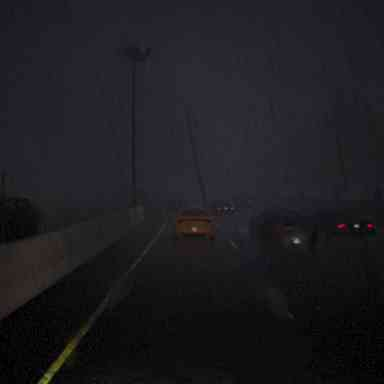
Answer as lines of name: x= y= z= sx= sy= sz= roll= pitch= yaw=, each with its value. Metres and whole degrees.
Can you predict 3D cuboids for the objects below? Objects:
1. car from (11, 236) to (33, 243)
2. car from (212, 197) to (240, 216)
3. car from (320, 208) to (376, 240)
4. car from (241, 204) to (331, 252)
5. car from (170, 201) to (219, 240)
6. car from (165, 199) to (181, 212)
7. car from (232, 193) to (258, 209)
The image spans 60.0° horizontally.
car: x=-7.095 y=1.201 z=10.821 sx=2.150 sy=2.045 sz=5.566 roll=0 pitch=0 yaw=0
car: x=2.655 y=1.491 z=31.767 sx=2.033 sy=1.411 sz=5.357 roll=0 pitch=0 yaw=-7
car: x=7.076 y=1.518 z=16.891 sx=2.033 sy=1.411 sz=5.357 roll=0 pitch=0 yaw=-1
car: x=3.601 y=1.467 z=13.829 sx=2.128 sy=1.511 sz=4.902 roll=0 pitch=0 yaw=0
car: x=0.074 y=1.448 z=16.862 sx=1.882 sy=1.535 sz=5.008 roll=0 pitch=0 yaw=-1
car: x=-1.928 y=1.497 z=37.940 sx=1.994 sy=1.385 sz=4.181 roll=0 pitch=0 yaw=-10
car: x=5.459 y=1.157 z=36.591 sx=2.150 sy=2.045 sz=5.566 roll=0 pitch=0 yaw=-9
